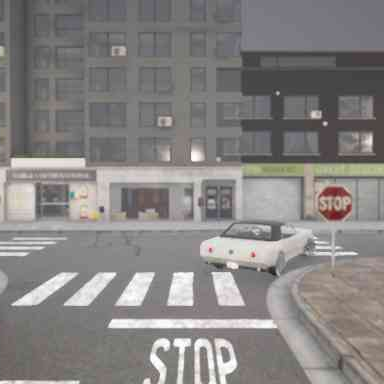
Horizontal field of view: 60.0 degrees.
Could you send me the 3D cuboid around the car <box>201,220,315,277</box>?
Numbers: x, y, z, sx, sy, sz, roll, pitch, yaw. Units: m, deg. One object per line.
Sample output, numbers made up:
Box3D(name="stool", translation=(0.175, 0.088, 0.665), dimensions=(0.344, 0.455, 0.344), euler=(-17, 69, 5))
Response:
Box3D(name="car", translation=(2.248, 1.500, 10.099), dimensions=(1.895, 1.301, 4.718), euler=(0, 1, 34))
